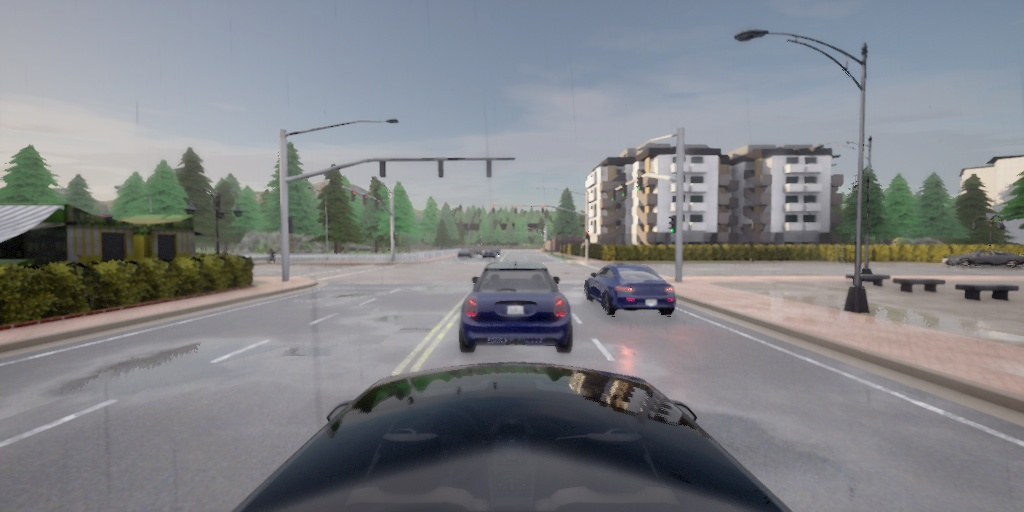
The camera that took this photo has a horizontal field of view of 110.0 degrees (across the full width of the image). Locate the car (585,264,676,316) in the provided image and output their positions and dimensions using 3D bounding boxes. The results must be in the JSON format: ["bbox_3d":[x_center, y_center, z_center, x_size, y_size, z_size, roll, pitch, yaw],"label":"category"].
[{"bbox_3d":[3.627,0.963,11.566,1.812,1.442,4.674,0,2,1],"label":"car"}]

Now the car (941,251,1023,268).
[{"bbox_3d":[42.146,0.275,32.194,4.902,1.511,2.128,1,2,21],"label":"car"}]

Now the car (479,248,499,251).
[{"bbox_3d":[-3.287,-0.261,52.617,1.895,1.301,4.718,0,2,1],"label":"car"}]

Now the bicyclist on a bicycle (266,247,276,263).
[{"bbox_3d":[-25.597,-0.101,38.141,0.582,1.620,1.656,0,2,-1],"label":"bicyclist on a bicycle"}]

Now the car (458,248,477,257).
[{"bbox_3d":[-6.783,-0.393,52.892,1.882,1.535,5.008,0,2,1],"label":"car"}]

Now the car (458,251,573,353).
[{"bbox_3d":[0.092,0.890,8.388,2.097,1.767,4.553,0,2,1],"label":"car"}]
